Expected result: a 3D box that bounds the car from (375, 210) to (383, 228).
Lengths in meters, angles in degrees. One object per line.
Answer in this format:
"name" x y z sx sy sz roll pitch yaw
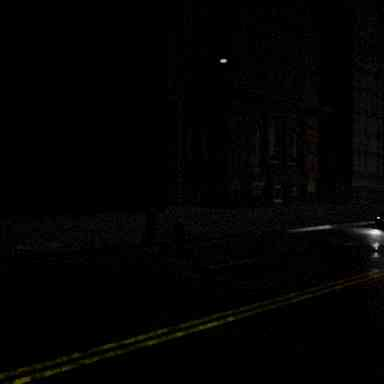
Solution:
"car" 13.616 1.526 21.303 4.892 1.490 1.837 1 0 -35
